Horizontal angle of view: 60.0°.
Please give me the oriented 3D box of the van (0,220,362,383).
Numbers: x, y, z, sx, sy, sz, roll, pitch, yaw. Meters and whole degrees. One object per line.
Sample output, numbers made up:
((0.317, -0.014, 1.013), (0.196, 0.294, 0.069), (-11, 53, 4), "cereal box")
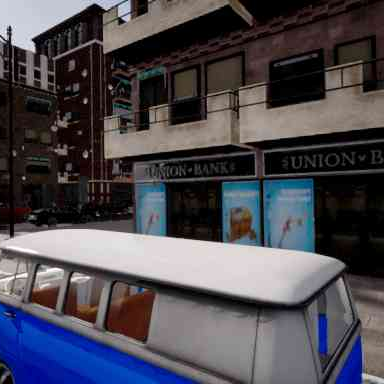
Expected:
((-0.516, 1.342, 3.219), (3.998, 1.788, 1.690), (0, -1, 35), "van")

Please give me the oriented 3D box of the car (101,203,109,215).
((-10.278, 1.657, 30.004), (1.837, 1.490, 4.892), (-1, -1, 36), "car")

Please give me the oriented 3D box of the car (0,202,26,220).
((-15.461, 1.608, 27.297), (1.967, 1.590, 4.097), (-2, -1, 36), "car")

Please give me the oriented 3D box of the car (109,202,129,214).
((-8.819, 1.798, 36.408), (1.947, 1.339, 4.313), (-2, -1, 36), "car")

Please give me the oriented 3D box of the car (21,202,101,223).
((-8.690, 1.583, 22.357), (1.947, 1.339, 4.313), (-2, -1, 36), "car")
